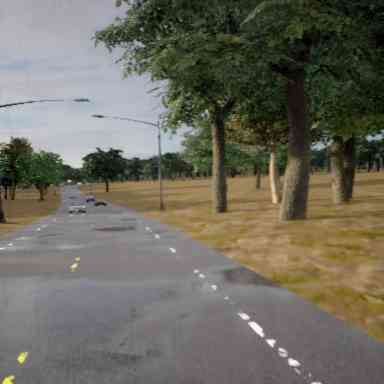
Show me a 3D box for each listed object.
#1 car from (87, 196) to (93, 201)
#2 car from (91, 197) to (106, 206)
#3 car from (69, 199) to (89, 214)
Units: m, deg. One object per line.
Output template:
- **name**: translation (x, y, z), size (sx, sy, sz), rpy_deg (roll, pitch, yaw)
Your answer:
- **car**: translation (-25.254, 1.771, 82.869), size (1.882, 1.535, 5.008), rpy_deg (-2, 1, -21)
- **car**: translation (-17.027, 1.926, 61.458), size (1.895, 1.301, 4.718), rpy_deg (-2, 1, -20)
- **car**: translation (-14.162, 1.974, 41.220), size (1.895, 1.301, 4.718), rpy_deg (-2, 0, -17)
